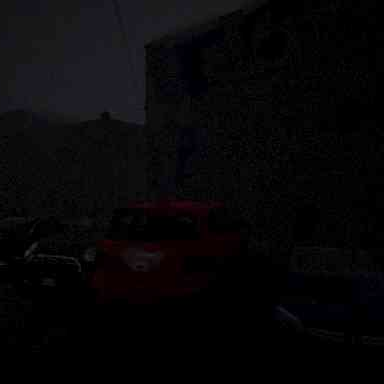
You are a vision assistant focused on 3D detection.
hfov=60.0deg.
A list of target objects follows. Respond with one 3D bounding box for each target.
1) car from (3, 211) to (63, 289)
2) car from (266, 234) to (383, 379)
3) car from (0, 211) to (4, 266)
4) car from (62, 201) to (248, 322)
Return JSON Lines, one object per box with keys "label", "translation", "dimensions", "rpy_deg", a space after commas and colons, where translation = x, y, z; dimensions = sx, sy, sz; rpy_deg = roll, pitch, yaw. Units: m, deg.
{"label": "car", "translation": [-2.423, 1.350, 9.219], "dimensions": [2.185, 1.767, 4.553], "rpy_deg": [1, -1, 15]}
{"label": "car", "translation": [2.339, 1.524, 5.784], "dimensions": [2.002, 1.452, 4.674], "rpy_deg": [1, -1, 16]}
{"label": "car", "translation": [-4.835, 1.476, 10.885], "dimensions": [2.231, 1.521, 4.892], "rpy_deg": [0, -1, 16]}
{"label": "car", "translation": [-0.046, 1.229, 7.517], "dimensions": [2.435, 2.045, 5.566], "rpy_deg": [0, -1, 16]}
